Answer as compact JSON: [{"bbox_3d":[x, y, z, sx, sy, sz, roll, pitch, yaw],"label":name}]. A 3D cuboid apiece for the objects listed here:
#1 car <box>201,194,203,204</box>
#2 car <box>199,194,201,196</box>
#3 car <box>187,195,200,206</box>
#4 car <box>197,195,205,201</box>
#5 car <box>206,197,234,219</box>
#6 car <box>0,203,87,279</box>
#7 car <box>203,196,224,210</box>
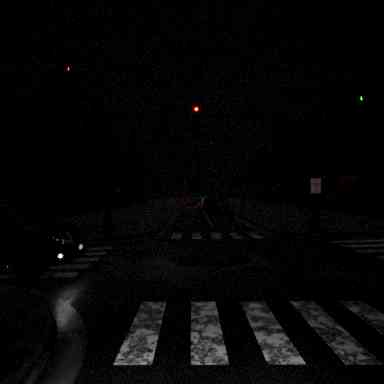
[{"bbox_3d":[2.584,1.374,40.520,2.192,1.841,5.009,-1,0,0],"label":"car"},{"bbox_3d":[2.914,1.505,67.886,2.097,1.767,4.553,0,0,0],"label":"car"},{"bbox_3d":[0.045,1.717,58.703,1.895,1.301,4.718,0,0,0],"label":"car"},{"bbox_3d":[2.525,1.712,94.544,1.967,1.590,4.097,-1,0,0],"label":"car"},{"bbox_3d":[2.597,1.473,29.715,1.967,1.590,4.097,-1,0,0],"label":"car"},{"bbox_3d":[-6.087,1.359,9.885,5.566,2.045,2.150,-2,0,0],"label":"car"},{"bbox_3d":[2.590,1.360,35.117,2.192,1.841,5.009,-1,0,0],"label":"car"}]
